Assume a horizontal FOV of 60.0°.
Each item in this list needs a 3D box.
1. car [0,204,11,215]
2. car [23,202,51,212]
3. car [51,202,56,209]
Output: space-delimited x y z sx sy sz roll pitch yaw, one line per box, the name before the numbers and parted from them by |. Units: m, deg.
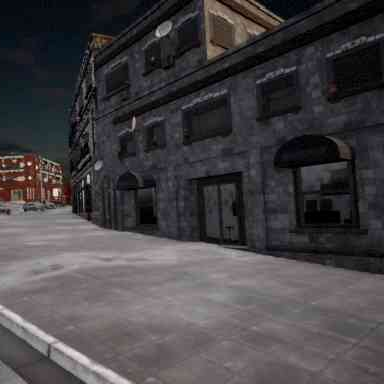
car | -23.130 2.075 39.210 1.812 1.442 4.674 -3 -1 -5
car | -24.097 2.255 51.046 2.128 1.511 4.902 -3 -1 -3
car | -28.407 2.841 65.801 1.837 1.490 4.892 -3 -1 -3
